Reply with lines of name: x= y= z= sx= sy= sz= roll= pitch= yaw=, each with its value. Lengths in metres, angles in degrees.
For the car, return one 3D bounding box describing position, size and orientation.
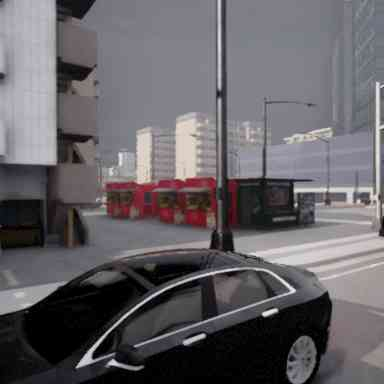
car: x=-0.430 y=1.494 z=3.644 sx=4.892 sy=1.490 sz=1.837 roll=-1 pitch=1 yaw=-35
